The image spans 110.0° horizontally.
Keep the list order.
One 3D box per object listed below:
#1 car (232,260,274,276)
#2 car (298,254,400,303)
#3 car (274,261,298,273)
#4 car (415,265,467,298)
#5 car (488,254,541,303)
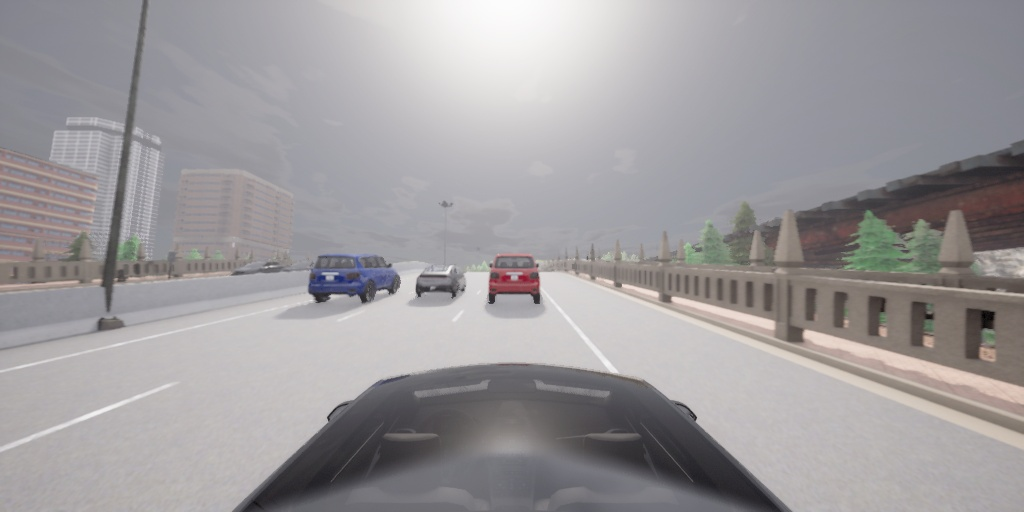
[{"bbox_3d":[-21.097,1.135,30.206,1.837,1.490,4.892,0,0,0],"label":"car"},{"bbox_3d":[-6.904,0.911,16.283,2.150,2.045,5.566,0,0,0],"label":"car"},{"bbox_3d":[-17.597,1.133,30.644,1.837,1.490,4.892,0,0,0],"label":"car"},{"bbox_3d":[-3.406,1.175,17.802,2.128,1.511,4.902,0,0,0],"label":"car"},{"bbox_3d":[0.095,0.910,16.463,2.150,2.045,5.566,0,0,0],"label":"car"}]
